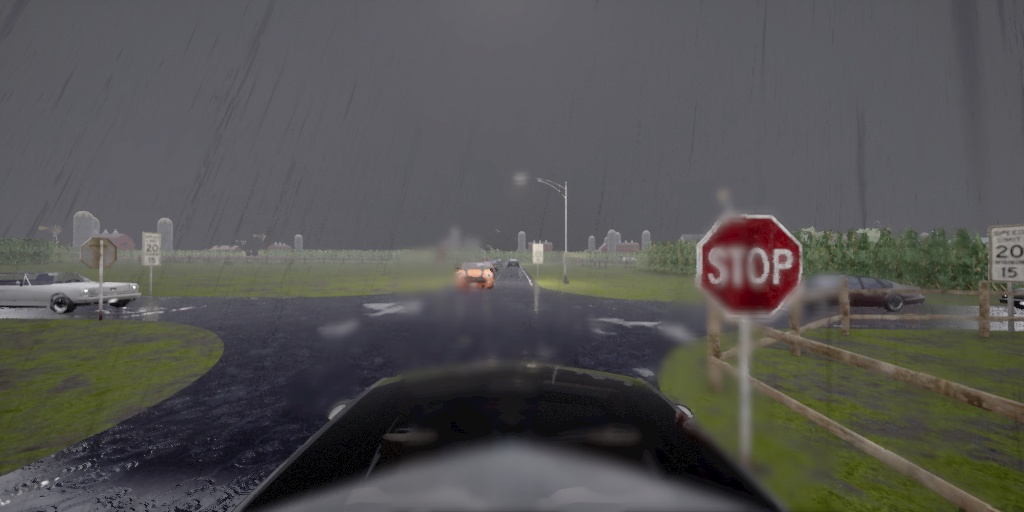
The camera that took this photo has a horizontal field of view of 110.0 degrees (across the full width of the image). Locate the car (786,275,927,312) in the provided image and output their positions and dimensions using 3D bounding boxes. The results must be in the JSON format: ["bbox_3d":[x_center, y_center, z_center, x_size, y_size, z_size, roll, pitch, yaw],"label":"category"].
[{"bbox_3d":[13.679,1.489,14.887,5.357,1.411,2.033,1,-1,1],"label":"car"}]

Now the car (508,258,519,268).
[{"bbox_3d":[0.251,1.181,59.520,1.882,1.535,5.008,0,0,0],"label":"car"}]

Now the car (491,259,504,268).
[{"bbox_3d":[-2.587,1.257,63.972,2.033,1.411,5.357,0,0,0],"label":"car"}]

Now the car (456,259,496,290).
[{"bbox_3d":[-2.314,1.094,22.249,2.097,1.767,4.553,0,0,-6],"label":"car"}]

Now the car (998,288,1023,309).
[{"bbox_3d":[23.852,1.608,14.807,5.357,1.411,2.033,1,-1,0],"label":"car"}]

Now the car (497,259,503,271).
[{"bbox_3d":[-2.714,1.267,47.952,2.033,1.411,5.357,0,0,0],"label":"car"}]

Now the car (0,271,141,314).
[{"bbox_3d":[-15.642,1.170,12.102,4.718,1.301,1.895,1,-1,0],"label":"car"}]
